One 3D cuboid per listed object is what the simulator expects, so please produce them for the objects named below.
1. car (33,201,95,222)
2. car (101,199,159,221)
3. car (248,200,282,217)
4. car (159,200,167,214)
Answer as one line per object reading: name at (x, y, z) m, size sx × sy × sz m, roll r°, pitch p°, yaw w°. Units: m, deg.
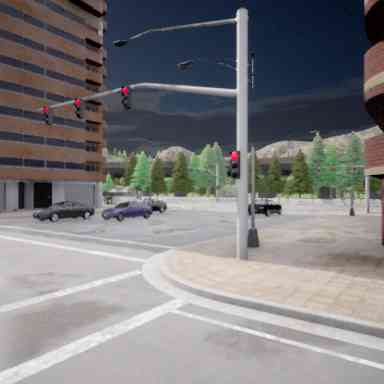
car at (-10.046, 1.493, 26.404) m, size 1.837 × 1.490 × 4.892 m, roll 0°, pitch 0°, yaw 36°
car at (-5.186, 1.516, 27.143) m, size 1.812 × 1.442 × 4.674 m, roll 0°, pitch 0°, yaw 36°
car at (7.022, 1.472, 31.807) m, size 1.882 × 1.535 × 5.008 m, roll 0°, pitch 0°, yaw 36°
car at (-4.561, 1.480, 33.943) m, size 2.128 × 1.511 × 4.902 m, roll 0°, pitch 0°, yaw 36°
